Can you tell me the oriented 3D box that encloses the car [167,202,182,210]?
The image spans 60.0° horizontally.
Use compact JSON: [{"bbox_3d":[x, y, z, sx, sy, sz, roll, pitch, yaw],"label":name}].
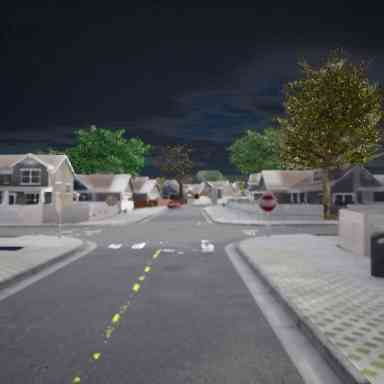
[{"bbox_3d":[-3.015,2.396,57.197,1.895,1.301,4.718,0,-1,6],"label":"car"}]
